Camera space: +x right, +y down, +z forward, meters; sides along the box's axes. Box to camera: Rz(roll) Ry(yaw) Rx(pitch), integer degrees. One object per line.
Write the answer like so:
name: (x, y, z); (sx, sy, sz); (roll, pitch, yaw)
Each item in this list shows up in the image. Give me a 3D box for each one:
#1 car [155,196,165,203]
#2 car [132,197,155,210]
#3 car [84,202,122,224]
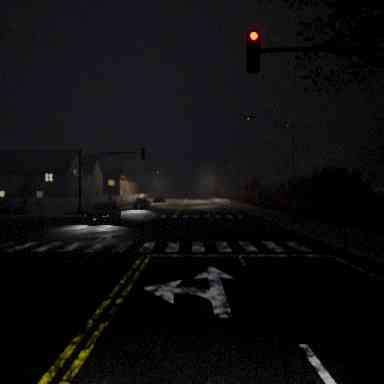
car: (-6.435, 1.495, 65.759); (1.994, 1.385, 4.181); (0, 0, 0)
car: (-6.460, 1.513, 43.045); (2.128, 1.511, 4.902); (0, 1, 0)
car: (-6.472, 1.550, 24.529); (1.837, 1.490, 4.892); (1, 0, 0)
